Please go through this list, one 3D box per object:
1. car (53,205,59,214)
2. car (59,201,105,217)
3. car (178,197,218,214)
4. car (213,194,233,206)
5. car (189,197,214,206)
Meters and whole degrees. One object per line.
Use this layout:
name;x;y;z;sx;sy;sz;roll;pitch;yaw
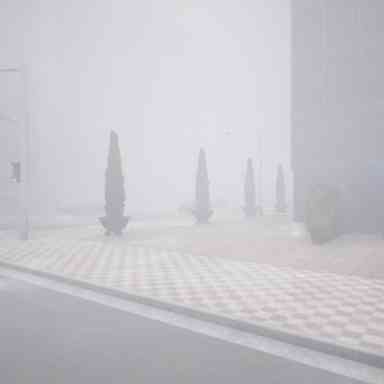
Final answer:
car;-12.116;1.602;35.167;1.895;1.301;4.718;0;0;36
car;-10.083;1.565;32.000;1.994;1.385;4.181;0;0;36
car;0.380;1.528;34.390;1.812;1.442;4.674;0;0;36
car;3.851;1.508;51.298;1.837;1.490;4.892;0;-1;36
car;1.618;1.526;54.170;1.812;1.442;4.674;0;0;36
